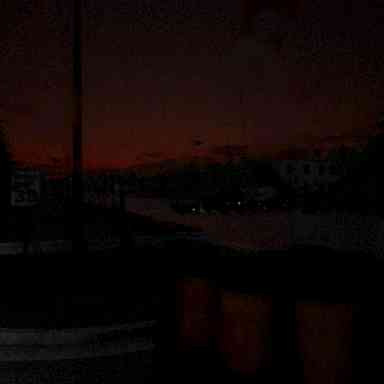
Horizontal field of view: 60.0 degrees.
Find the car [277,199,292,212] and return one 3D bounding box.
[{"bbox_3d":[8.964,1.431,36.534,1.994,1.385,4.181,0,0,-24],"label":"car"}]

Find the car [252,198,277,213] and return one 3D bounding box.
[{"bbox_3d":[6.085,1.370,34.409,2.128,1.511,4.902,0,0,-24],"label":"car"}]

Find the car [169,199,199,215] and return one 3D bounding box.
[{"bbox_3d":[-0.789,1.421,32.614,1.812,1.442,4.674,0,0,-24],"label":"car"}]

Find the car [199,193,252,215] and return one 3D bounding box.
[{"bbox_3d":[3.140,1.111,32.423,2.150,2.045,5.566,0,0,-24],"label":"car"}]
